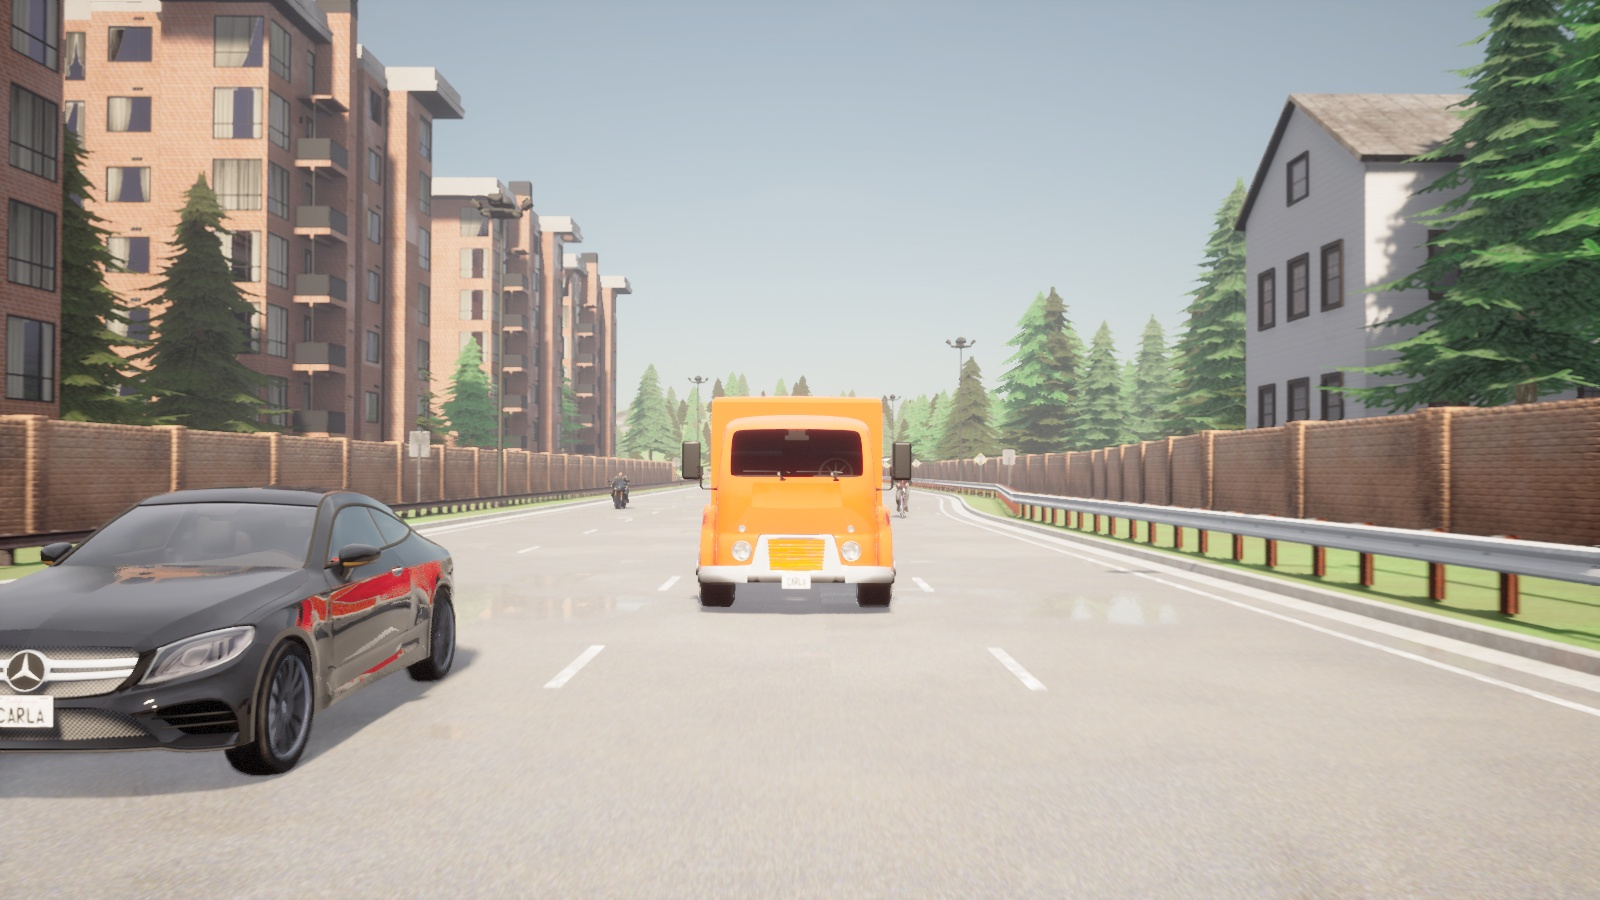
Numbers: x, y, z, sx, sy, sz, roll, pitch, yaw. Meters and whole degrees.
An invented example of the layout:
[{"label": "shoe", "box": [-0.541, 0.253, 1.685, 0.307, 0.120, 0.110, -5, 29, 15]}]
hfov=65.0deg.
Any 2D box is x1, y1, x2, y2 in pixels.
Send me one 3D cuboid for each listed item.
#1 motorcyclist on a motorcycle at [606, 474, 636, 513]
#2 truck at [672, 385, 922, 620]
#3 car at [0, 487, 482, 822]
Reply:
[{"label": "motorcyclist on a motorcycle", "box": [-7.121, 1.714, 50.014, 0.866, 1.530, 2.191, 0, -1, 0]}, {"label": "truck", "box": [-0.041, 0.593, 15.847, 2.627, 2.467, 5.204, 0, -1, 0]}, {"label": "car", "box": [-3.514, 0.988, 7.987, 1.812, 1.442, 4.674, 0, -1, 0]}]
